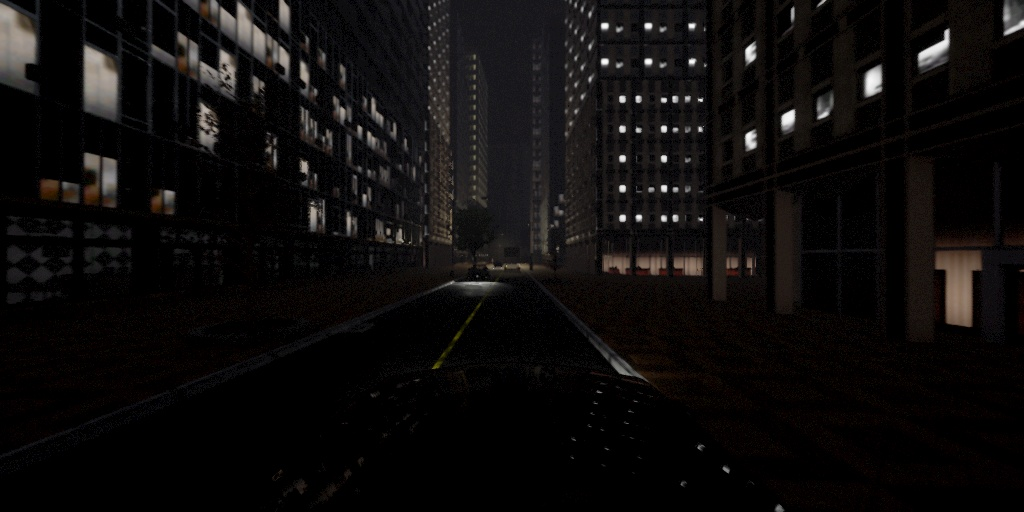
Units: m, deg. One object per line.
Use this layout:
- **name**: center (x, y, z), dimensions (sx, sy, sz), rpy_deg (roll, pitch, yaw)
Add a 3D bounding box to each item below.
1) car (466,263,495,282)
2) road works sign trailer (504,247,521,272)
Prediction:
- **car**: center (-2.837, 1.475, 31.426), dimensions (1.994, 1.385, 4.181), rpy_deg (0, 0, 0)
- **road works sign trailer**: center (0.010, 0.516, 52.685), dimensions (2.380, 3.560, 2.880), rpy_deg (0, 0, 0)
